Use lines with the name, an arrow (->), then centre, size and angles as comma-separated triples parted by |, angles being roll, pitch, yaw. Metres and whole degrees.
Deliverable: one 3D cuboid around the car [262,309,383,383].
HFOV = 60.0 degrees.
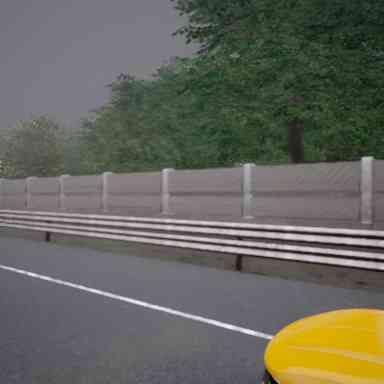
car -> 2.873, 1.474, 1.955 | 5.008, 1.535, 1.882 | 0, 0, 35
